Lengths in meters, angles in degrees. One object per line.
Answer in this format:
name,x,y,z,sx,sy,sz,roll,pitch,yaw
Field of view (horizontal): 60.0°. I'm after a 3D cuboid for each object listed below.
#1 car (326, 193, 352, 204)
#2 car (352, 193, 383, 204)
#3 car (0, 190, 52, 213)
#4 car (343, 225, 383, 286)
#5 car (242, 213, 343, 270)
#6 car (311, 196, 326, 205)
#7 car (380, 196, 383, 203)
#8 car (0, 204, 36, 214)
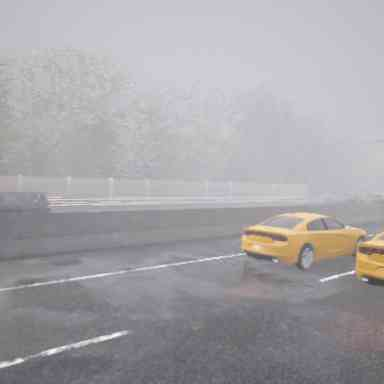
car,21.303,1.113,45.553,5.566,2.045,2.150,0,1,-36
car,23.403,1.164,42.757,5.566,2.045,2.150,0,1,-36
car,-10.491,0.932,17.873,5.566,2.045,2.150,0,1,-36
car,6.017,1.483,8.184,5.008,1.535,1.882,0,1,-36
car,3.849,1.433,10.930,5.008,1.535,1.882,0,1,-36
car,19.377,1.354,48.483,4.892,1.490,1.837,0,1,-36
car,25.018,1.543,39.607,5.357,1.411,2.033,0,1,-36
car,-9.565,1.354,14.218,4.718,1.301,1.895,0,1,-36
